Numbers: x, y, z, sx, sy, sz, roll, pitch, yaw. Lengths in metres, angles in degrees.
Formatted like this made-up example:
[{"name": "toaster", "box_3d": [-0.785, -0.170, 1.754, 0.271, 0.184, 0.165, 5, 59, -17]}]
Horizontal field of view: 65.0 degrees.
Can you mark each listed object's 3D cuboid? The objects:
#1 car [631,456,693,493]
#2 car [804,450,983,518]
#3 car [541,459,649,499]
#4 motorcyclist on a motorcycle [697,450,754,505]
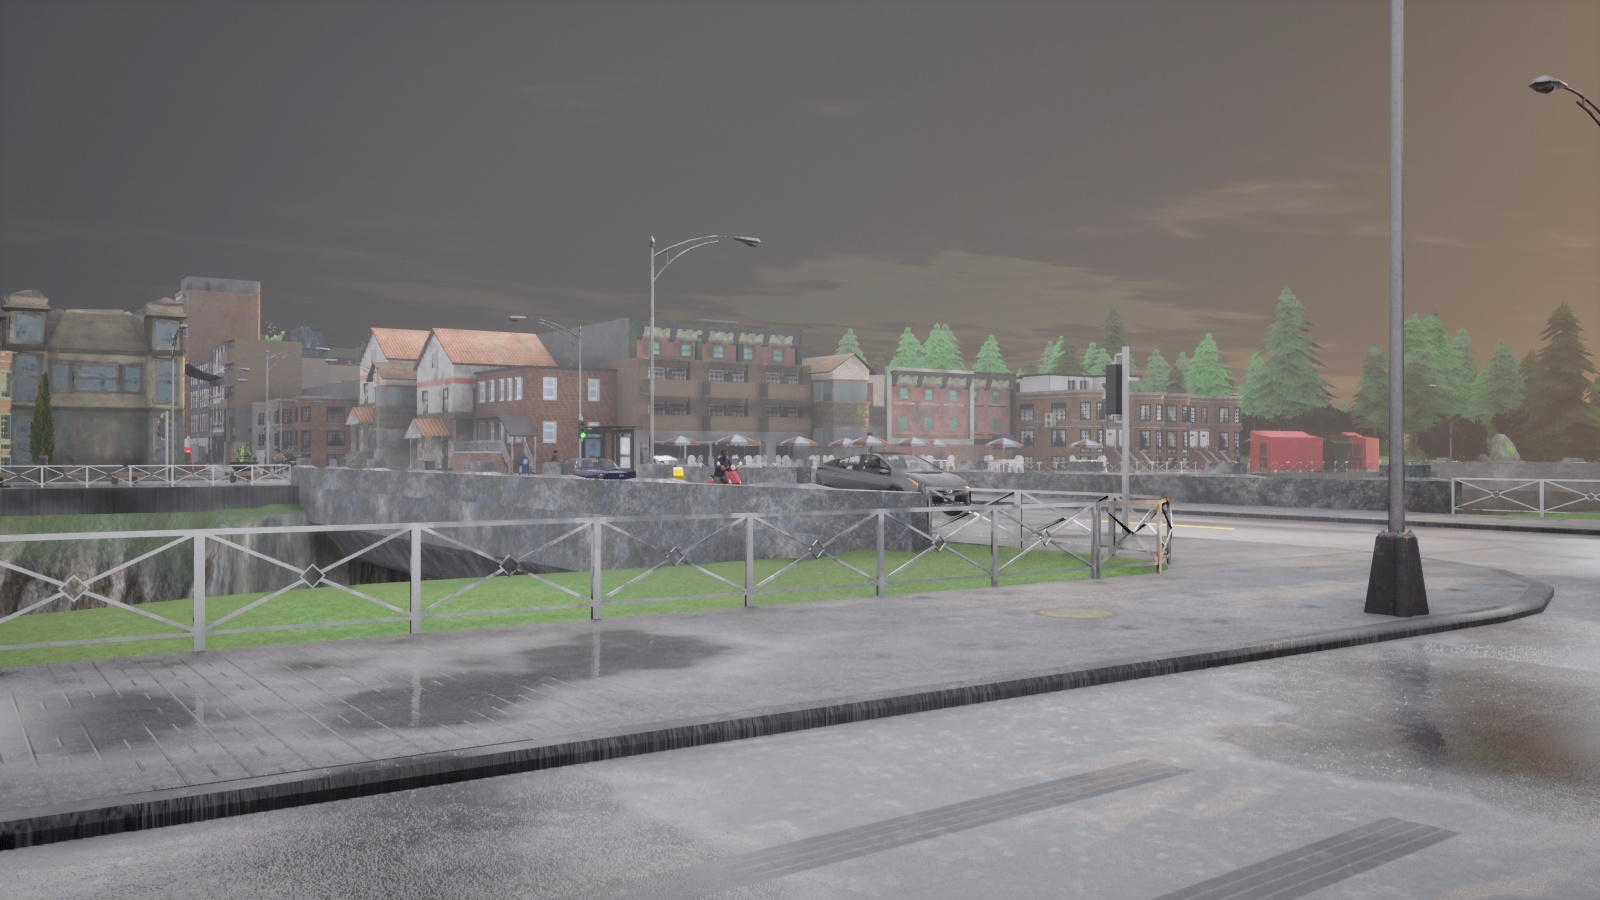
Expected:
[{"name": "car", "box_3d": [-5.329, 0.928, 48.356, 1.481, 1.376, 2.207, 0, 1, -35]}, {"name": "car", "box_3d": [2.184, 0.762, 30.640, 2.007, 1.525, 4.514, 0, 0, -34]}, {"name": "car", "box_3d": [-7.285, 0.969, 44.165, 1.895, 1.301, 4.718, 0, 0, -35]}, {"name": "motorcyclist on a motorcycle", "box_3d": [-2.200, 0.793, 36.867, 0.866, 1.590, 1.817, 0, 0, -35]}]
